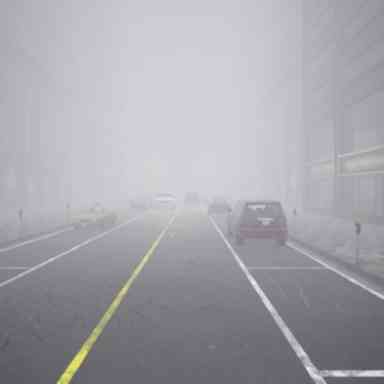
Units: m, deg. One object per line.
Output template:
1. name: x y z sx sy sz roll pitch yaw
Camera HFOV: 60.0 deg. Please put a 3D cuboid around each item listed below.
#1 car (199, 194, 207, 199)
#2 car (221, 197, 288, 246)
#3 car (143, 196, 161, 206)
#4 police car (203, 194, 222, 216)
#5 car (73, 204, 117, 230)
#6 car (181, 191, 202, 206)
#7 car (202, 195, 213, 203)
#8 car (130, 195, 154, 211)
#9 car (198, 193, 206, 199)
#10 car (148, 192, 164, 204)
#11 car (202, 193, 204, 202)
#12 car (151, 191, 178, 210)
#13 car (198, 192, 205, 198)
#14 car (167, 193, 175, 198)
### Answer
1. car: 2.696 1.102 82.209 1.947 1.339 4.313 0 0 0
2. car: 2.751 1.224 14.783 2.192 1.841 5.009 0 0 0
3. car: -5.801 1.268 48.477 2.008 1.369 4.403 0 0 0
4. police car: 2.342 1.245 30.115 1.930 1.638 5.238 0 0 0
5. car: -5.778 1.402 20.215 1.752 1.417 4.829 0 0 0
6. car: -0.039 0.941 48.175 2.150 2.045 5.566 0 0 0
7. car: 2.715 1.236 59.734 1.802 1.307 4.206 0 0 0
8. car: -5.792 1.324 37.240 1.887 1.381 4.507 0 0 0
9. car: 2.692 1.053 87.827 1.887 1.381 4.507 0 0 0
10. car: -5.806 1.001 54.094 2.192 1.841 5.009 0 0 0
11. car: 2.724 1.242 48.666 1.752 1.417 4.829 0 0 0
12. car: -3.127 0.988 39.110 2.150 2.045 5.566 0 1 0
13. car: 2.687 0.920 93.445 1.967 1.590 4.097 0 0 0
14. car: -5.838 1.062 93.424 1.802 1.307 4.206 0 0 0
